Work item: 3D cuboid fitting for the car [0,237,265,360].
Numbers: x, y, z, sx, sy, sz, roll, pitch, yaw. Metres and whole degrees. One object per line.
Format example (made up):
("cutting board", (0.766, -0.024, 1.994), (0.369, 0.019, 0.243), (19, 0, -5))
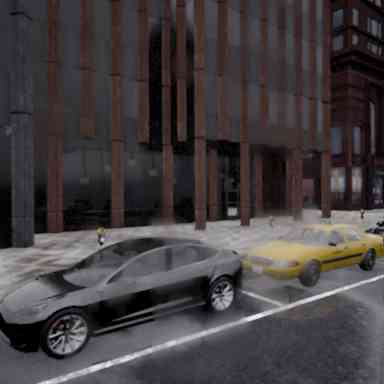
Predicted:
("car", (-0.960, 1.548, 5.965), (4.313, 1.339, 1.947), (0, 0, -36))

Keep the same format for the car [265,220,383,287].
("car", (3.490, 1.471, 9.139), (4.829, 1.417, 1.752), (0, 0, -36))
